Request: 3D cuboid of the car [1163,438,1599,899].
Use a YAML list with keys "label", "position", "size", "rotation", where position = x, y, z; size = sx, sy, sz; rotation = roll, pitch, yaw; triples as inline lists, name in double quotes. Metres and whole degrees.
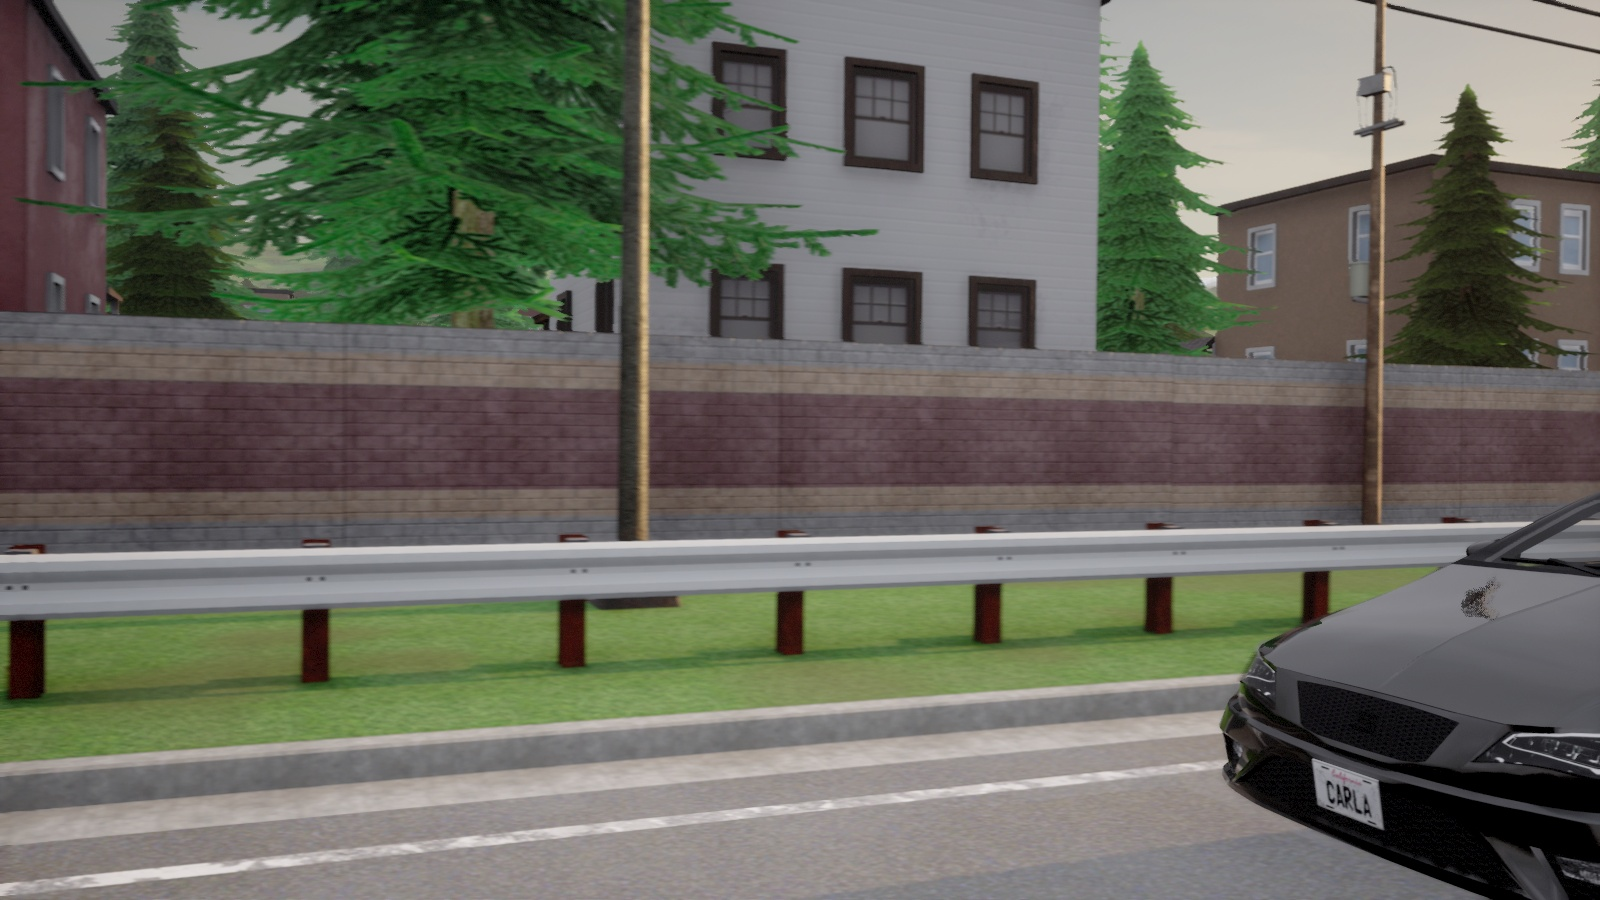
- label: "car"
  position: [3.648, 0.697, 4.621]
  size: [4.193, 1.474, 1.816]
  rotation: [-1, 1, -21]
